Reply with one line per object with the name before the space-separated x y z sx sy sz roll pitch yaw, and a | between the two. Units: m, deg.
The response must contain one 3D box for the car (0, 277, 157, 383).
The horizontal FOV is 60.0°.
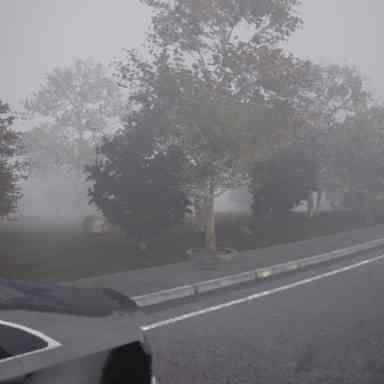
car | -2.611 1.500 2.250 4.902 1.511 2.128 0 0 -36
